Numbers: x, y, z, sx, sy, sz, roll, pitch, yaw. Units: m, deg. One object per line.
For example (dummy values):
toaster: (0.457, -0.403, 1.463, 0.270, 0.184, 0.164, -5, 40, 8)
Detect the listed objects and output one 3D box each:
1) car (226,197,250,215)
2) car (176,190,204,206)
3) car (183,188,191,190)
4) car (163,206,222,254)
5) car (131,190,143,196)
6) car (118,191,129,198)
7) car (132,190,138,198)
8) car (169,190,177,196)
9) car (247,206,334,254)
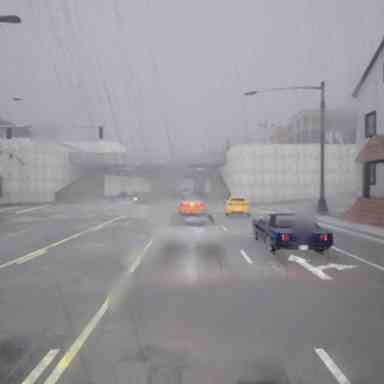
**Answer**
car: (3.961, 1.128, 28.625, 1.882, 1.535, 5.008, 0, 1, 8)
car: (-0.099, 0.993, 28.226, 2.097, 1.767, 4.553, 0, 1, -2)
car: (-1.286, 0.066, 85.687, 2.150, 2.045, 5.566, 0, 1, 6)
car: (0.035, 1.428, 12.671, 1.895, 1.301, 4.718, 0, 1, 1)
car: (-14.820, 0.278, 90.253, 1.812, 1.442, 4.674, 0, 1, 9)
car: (-15.207, 0.518, 74.470, 1.812, 1.442, 4.674, 0, 1, -1)
car: (-11.692, 0.526, 73.912, 2.128, 1.511, 4.902, 0, 1, -1)
car: (-4.795, 0.316, 85.573, 1.882, 1.535, 5.008, 0, 1, 6)
car: (3.536, 1.428, 12.679, 1.895, 1.301, 4.718, 0, 1, 1)
